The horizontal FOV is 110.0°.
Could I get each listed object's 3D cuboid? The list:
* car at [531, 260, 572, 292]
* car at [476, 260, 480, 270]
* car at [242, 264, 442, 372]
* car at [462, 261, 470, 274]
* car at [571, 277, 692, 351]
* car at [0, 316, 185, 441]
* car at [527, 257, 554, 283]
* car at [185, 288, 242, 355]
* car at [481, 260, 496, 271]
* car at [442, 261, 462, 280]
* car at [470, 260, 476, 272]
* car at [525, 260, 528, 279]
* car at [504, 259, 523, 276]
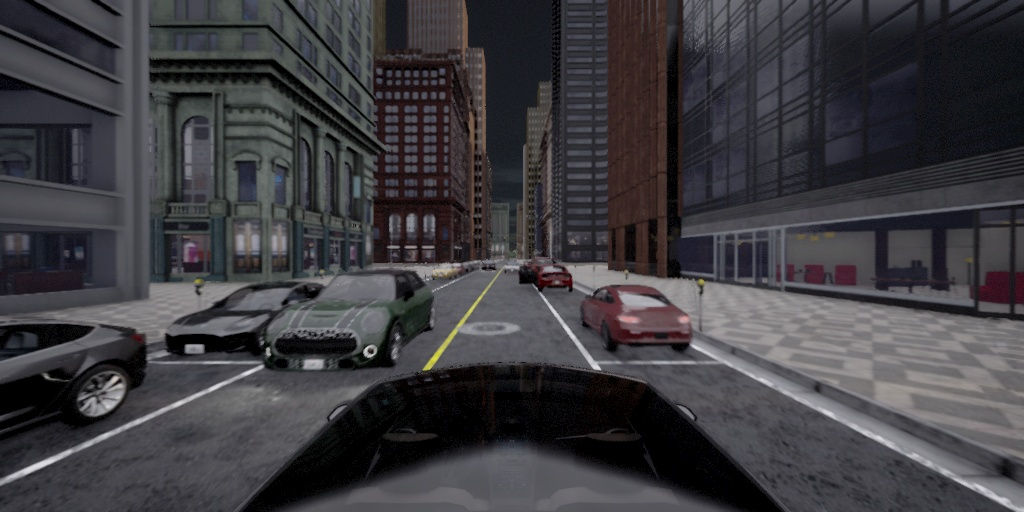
[{"bbox_3d":[2.363,1.213,21.218,1.882,1.535,5.008,0,0,0],"label":"car"},{"bbox_3d":[-5.757,1.297,48.144,1.948,1.339,4.313,0,0,0],"label":"car"},{"bbox_3d":[-3.099,1.097,7.842,2.097,1.767,4.553,0,0,0],"label":"car"},{"bbox_3d":[-5.759,1.313,36.872,1.802,1.307,4.207,0,0,0],"label":"car"},{"bbox_3d":[2.763,1.326,8.693,1.802,1.307,4.207,0,0,0],"label":"car"},{"bbox_3d":[-5.763,1.315,3.052,1.948,1.339,4.313,0,0,0],"label":"car"},{"bbox_3d":[2.766,1.046,31.237,2.192,1.841,5.009,0,0,0],"label":"car"},{"bbox_3d":[-5.762,1.310,8.689,1.948,1.339,4.313,0,0,0],"label":"car"},{"bbox_3d":[-3.070,1.278,48.544,2.033,1.411,5.357,0,0,0],"label":"car"},{"bbox_3d":[-5.759,1.257,31.065,1.751,1.417,4.829,0,0,0],"label":"car"},{"bbox_3d":[-5.758,1.296,42.508,1.948,1.339,4.313,0,0,0],"label":"car"},{"bbox_3d":[2.766,1.045,36.873,2.192,1.841,5.009,0,0,0],"label":"car"},{"bbox_3d":[0.033,1.331,42.577,1.895,1.301,4.718,0,0,1],"label":"car"}]
